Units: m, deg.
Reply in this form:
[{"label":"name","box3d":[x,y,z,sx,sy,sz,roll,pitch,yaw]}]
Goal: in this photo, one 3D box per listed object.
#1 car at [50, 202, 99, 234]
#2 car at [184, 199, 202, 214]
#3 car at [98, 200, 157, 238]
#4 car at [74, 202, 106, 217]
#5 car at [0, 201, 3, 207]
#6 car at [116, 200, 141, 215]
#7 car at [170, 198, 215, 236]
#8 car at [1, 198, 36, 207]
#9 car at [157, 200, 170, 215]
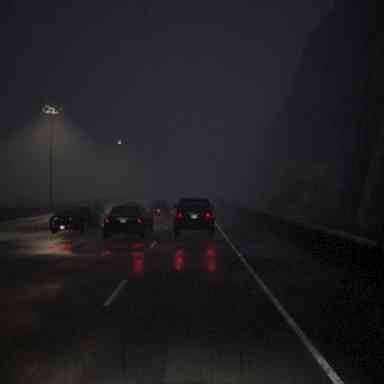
[{"label":"car","box3d":[-6.886,1.618,20.065,1.837,1.490,4.892,0,0,0]},{"label":"car","box3d":[0.126,1.568,37.587,1.882,1.535,5.008,0,0,0]},{"label":"car","box3d":[-3.387,1.462,18.476,2.097,1.767,4.553,0,0,0]},{"label":"car","box3d":[-10.376,1.704,34.204,1.895,1.301,4.718,0,0,0]},{"label":"car","box3d":[-10.391,1.445,13.906,2.097,1.767,4.553,0,0,0]},{"label":"car","box3d":[-6.874,1.659,36.402,1.994,1.385,4.181,0,0,0]},{"label":"car","box3d":[0.113,1.334,19.338,2.150,2.045,5.566,0,0,0]},{"label":"car","box3d":[-21.062,1.576,41.153,1.837,1.490,4.892,0,0,0]},{"label":"car","box3d":[-3.375,1.602,35.951,1.837,1.490,4.892,0,0,0]}]
